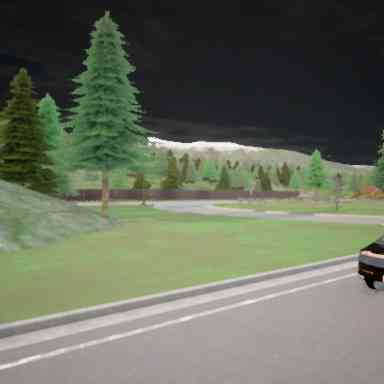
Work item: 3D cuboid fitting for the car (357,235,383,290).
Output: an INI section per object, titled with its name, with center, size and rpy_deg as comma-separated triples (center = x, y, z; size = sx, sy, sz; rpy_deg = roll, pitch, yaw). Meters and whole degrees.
[car]
center = 5.886, 1.531, 7.937
size = 4.902, 1.511, 2.128
rpy_deg = 0, 0, -35
